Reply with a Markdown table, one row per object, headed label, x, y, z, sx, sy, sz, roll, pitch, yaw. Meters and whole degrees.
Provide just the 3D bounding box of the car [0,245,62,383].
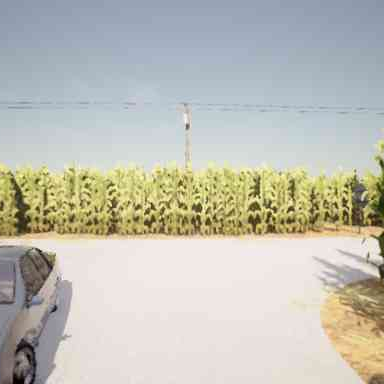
| label | x | y | z | sx | sy | sz | roll | pitch | yaw |
| --- | --- | --- | --- | --- | --- | --- | --- | --- | --- |
| car | -3.083 | 1.572 | 4.867 | 2.033 | 1.411 | 5.357 | 0 | 0 | -15 |
